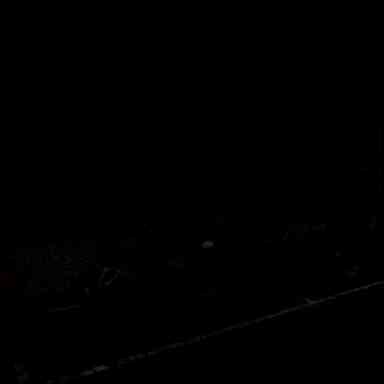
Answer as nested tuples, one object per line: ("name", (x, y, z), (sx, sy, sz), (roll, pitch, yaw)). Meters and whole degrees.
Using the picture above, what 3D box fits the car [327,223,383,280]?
("car", (4.884, 1.654, 10.241), (4.313, 1.339, 1.947), (1, 0, -36))

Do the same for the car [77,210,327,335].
("car", (0.309, 1.353, 6.973), (5.009, 1.841, 2.192), (1, 0, -36))

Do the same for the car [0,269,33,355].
("car", (-4.273, 1.531, 3.708), (4.507, 1.381, 1.887), (1, 0, -36))
